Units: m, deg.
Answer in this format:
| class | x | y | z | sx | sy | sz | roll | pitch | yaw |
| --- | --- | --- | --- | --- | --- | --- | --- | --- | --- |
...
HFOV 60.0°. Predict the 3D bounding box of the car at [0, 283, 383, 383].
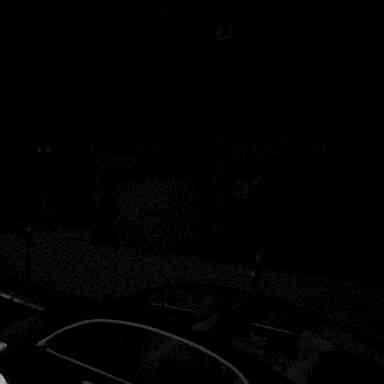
| class | x | y | z | sx | sy | sz | roll | pitch | yaw |
| --- | --- | --- | --- | --- | --- | --- | --- | --- | --- |
| car | -0.219 | 1.552 | 2.967 | 4.403 | 1.369 | 2.008 | 0 | 0 | 36 |
